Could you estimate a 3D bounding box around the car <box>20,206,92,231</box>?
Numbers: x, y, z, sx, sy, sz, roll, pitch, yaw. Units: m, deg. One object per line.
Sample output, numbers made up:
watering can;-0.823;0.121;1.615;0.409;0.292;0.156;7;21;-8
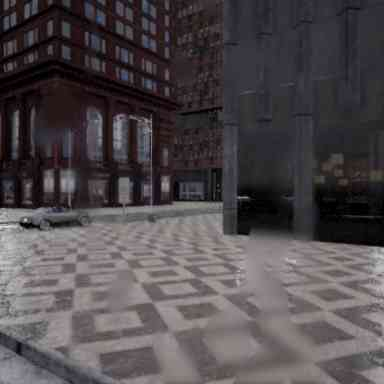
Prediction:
car;-8.285;1.549;20.553;1.994;1.385;4.181;0;0;35
